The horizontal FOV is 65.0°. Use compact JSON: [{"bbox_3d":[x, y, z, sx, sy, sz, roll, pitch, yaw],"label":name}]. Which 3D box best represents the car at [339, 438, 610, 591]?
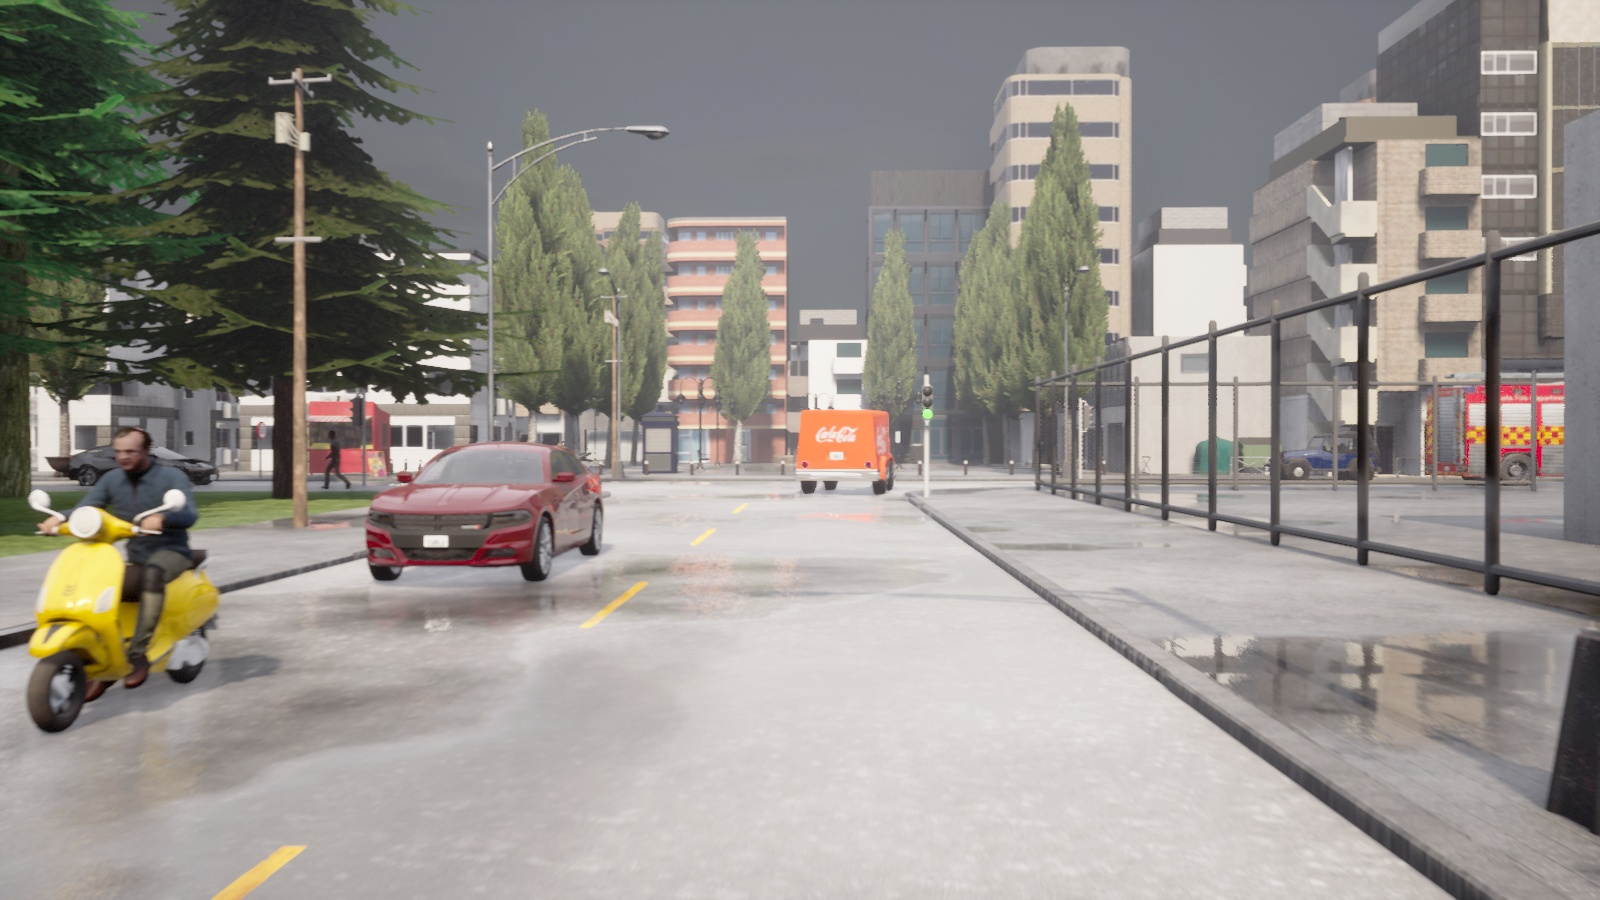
[{"bbox_3d":[-3.654,0.635,15.143,1.882,1.535,5.008,0,0,1],"label":"car"}]

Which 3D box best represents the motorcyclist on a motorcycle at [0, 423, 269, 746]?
[{"bbox_3d":[-3.831,0.656,7.096,0.866,1.590,1.817,0,0,1],"label":"motorcyclist on a motorcycle"}]

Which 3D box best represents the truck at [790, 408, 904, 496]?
[{"bbox_3d":[1.524,0.047,38.032,2.627,2.467,5.204,0,0,12],"label":"truck"}]

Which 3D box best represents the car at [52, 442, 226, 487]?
[{"bbox_3d":[-22.496,0.483,42.868,4.792,1.488,2.163,0,0,2],"label":"car"}]

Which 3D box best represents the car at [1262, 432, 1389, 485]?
[{"bbox_3d":[19.197,0.301,46.025,3.866,1.878,1.905,0,0,1],"label":"car"}]

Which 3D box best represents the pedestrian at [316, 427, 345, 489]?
[{"bbox_3d":[-14.026,0.231,37.505,0.703,1.840,0.431,0,0,5],"label":"pedestrian"}]

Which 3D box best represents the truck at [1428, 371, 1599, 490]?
[{"bbox_3d":[25.931,-0.630,41.893,8.468,3.827,2.891,0,0,2],"label":"truck"}]
